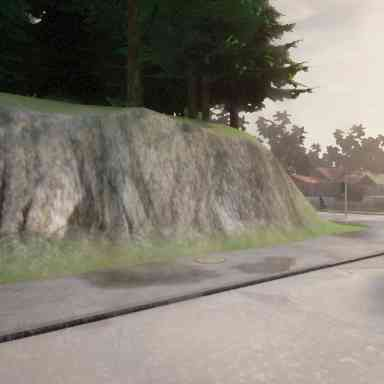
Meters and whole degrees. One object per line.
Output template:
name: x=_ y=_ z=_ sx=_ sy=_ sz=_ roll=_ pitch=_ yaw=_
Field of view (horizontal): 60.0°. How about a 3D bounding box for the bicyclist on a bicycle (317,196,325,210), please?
bicyclist on a bicycle: x=15.522 y=1.349 z=39.962 sx=1.656 sy=1.620 sz=0.582 roll=0 pitch=0 yaw=-36
